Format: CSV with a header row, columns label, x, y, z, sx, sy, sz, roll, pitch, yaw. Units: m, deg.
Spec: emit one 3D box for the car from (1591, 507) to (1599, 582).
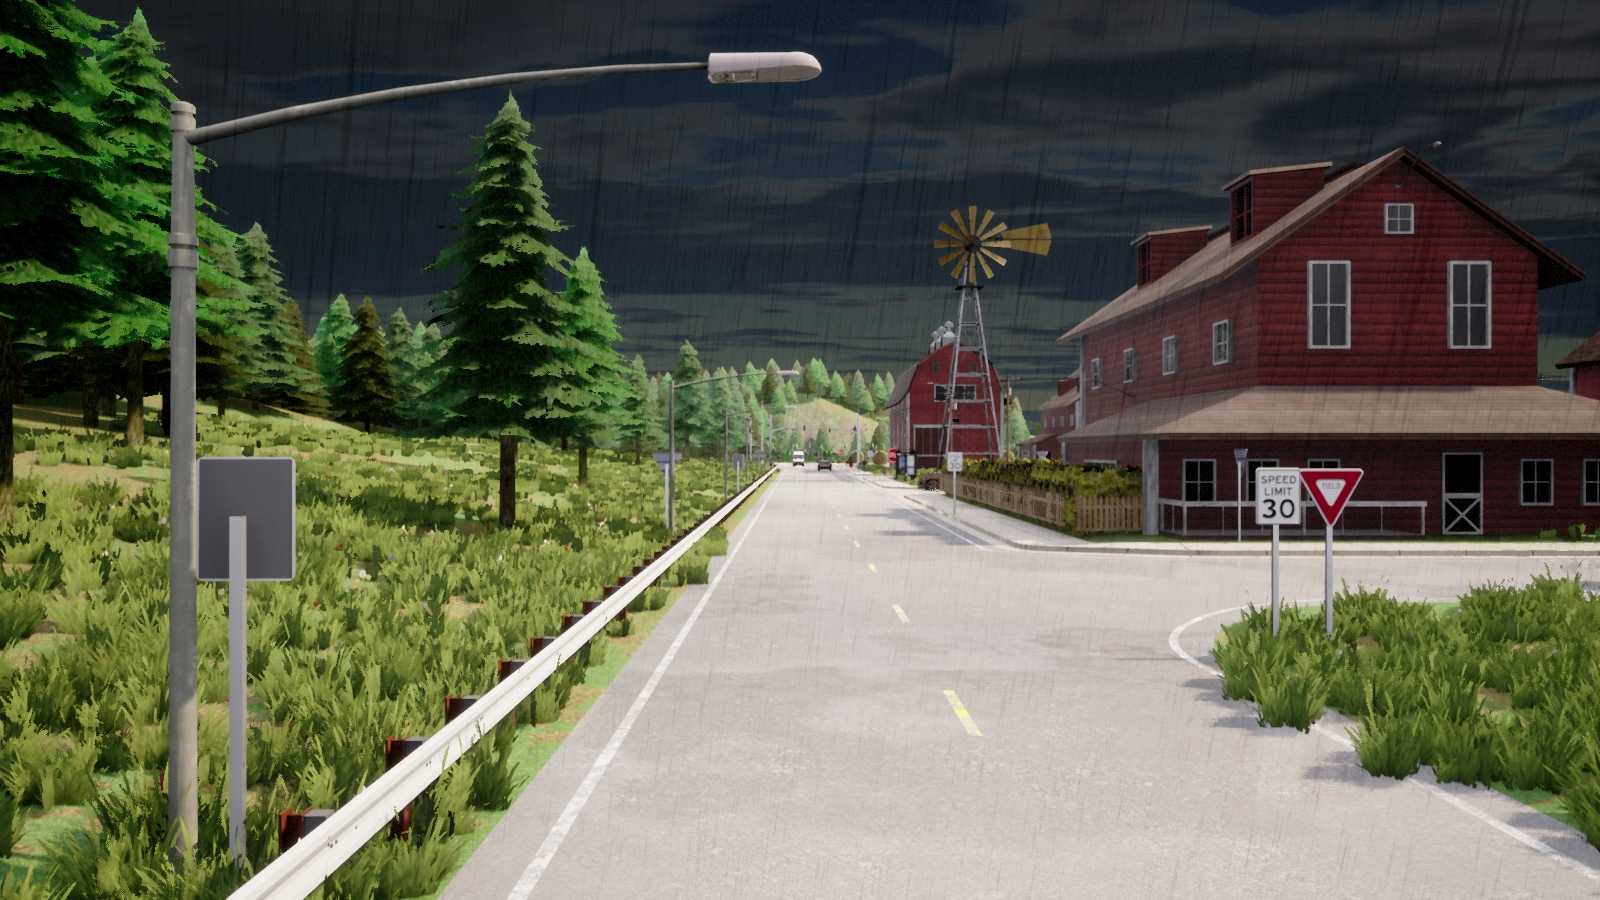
label,x,y,z,sx,sy,sz,roll,pitch,yaw
car,18.556,1.908,22.205,4.902,1.511,2.128,0,0,0
